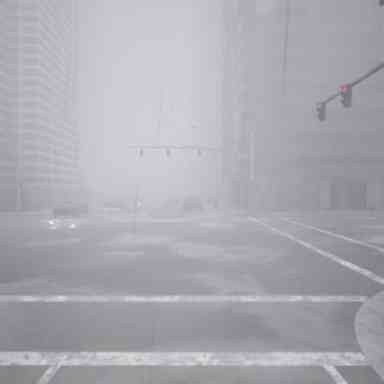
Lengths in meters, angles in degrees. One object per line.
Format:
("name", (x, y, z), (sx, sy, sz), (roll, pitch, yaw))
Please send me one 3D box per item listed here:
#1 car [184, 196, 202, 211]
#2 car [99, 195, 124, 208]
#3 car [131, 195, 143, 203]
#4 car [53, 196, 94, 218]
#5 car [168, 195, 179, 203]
("car", (0.091, 1.249, 39.171), (2.097, 1.767, 4.553), (0, 0, 0))
("car", (-10.595, 1.428, 45.267), (2.033, 1.411, 5.357), (0, 0, 0))
("car", (-10.515, 1.386, 63.977), (1.837, 1.490, 4.892), (0, 0, 0))
("car", (-10.602, 1.399, 29.449), (1.882, 1.535, 5.008), (0, 0, 0))
("car", (-3.515, 1.323, 63.859), (2.128, 1.511, 4.902), (0, 0, 0))
